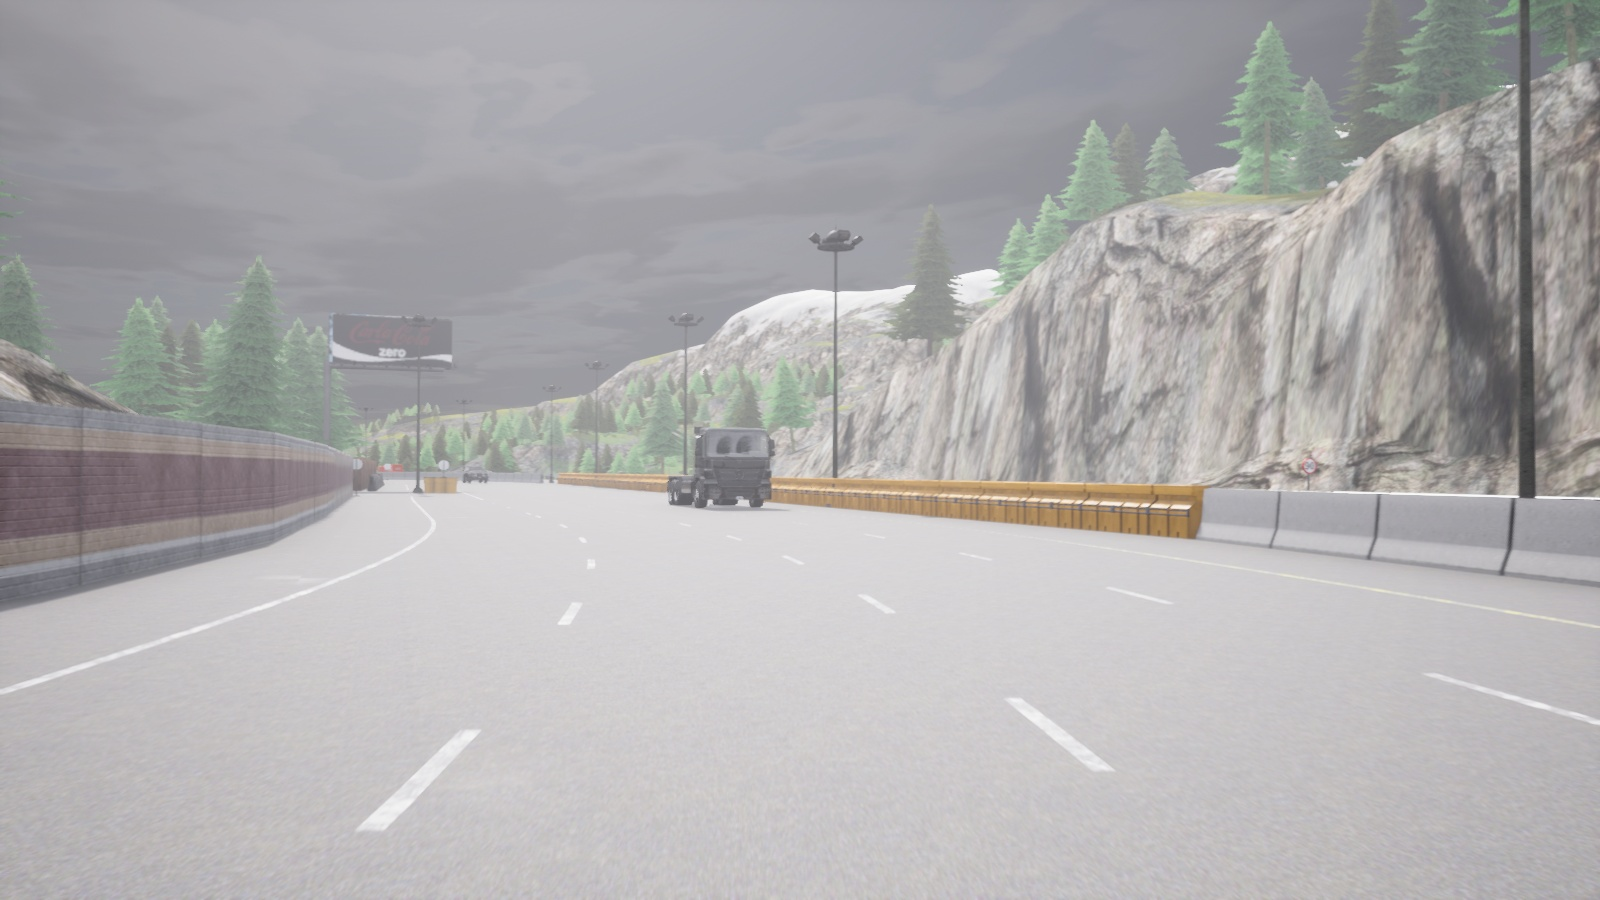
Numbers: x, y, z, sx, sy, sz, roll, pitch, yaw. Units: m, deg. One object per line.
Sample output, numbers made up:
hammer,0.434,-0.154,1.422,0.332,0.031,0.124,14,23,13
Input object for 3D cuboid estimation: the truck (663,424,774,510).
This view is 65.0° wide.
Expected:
truck,-3.693,0.763,54.615,2.891,3.462,7.936,0,-1,-18
